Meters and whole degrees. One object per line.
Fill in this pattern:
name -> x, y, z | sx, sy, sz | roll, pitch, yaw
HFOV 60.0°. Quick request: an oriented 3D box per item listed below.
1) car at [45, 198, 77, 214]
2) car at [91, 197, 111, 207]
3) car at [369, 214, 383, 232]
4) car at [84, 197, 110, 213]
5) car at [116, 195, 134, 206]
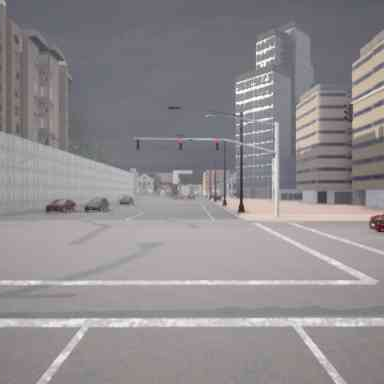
car -> -14.150, 1.464, 36.116 | 1.882, 1.535, 5.008 | 0, 0, 0
car -> -14.164, 1.506, 51.755 | 1.812, 1.442, 4.674 | 0, 0, 0
car -> 12.163, 1.476, 17.767 | 5.008, 1.535, 1.882 | 0, 0, 0
car -> -10.659, 1.491, 37.428 | 1.837, 1.490, 4.892 | 0, 0, 0
car -> -10.662, 1.484, 54.531 | 1.837, 1.490, 4.892 | 0, 0, 0
